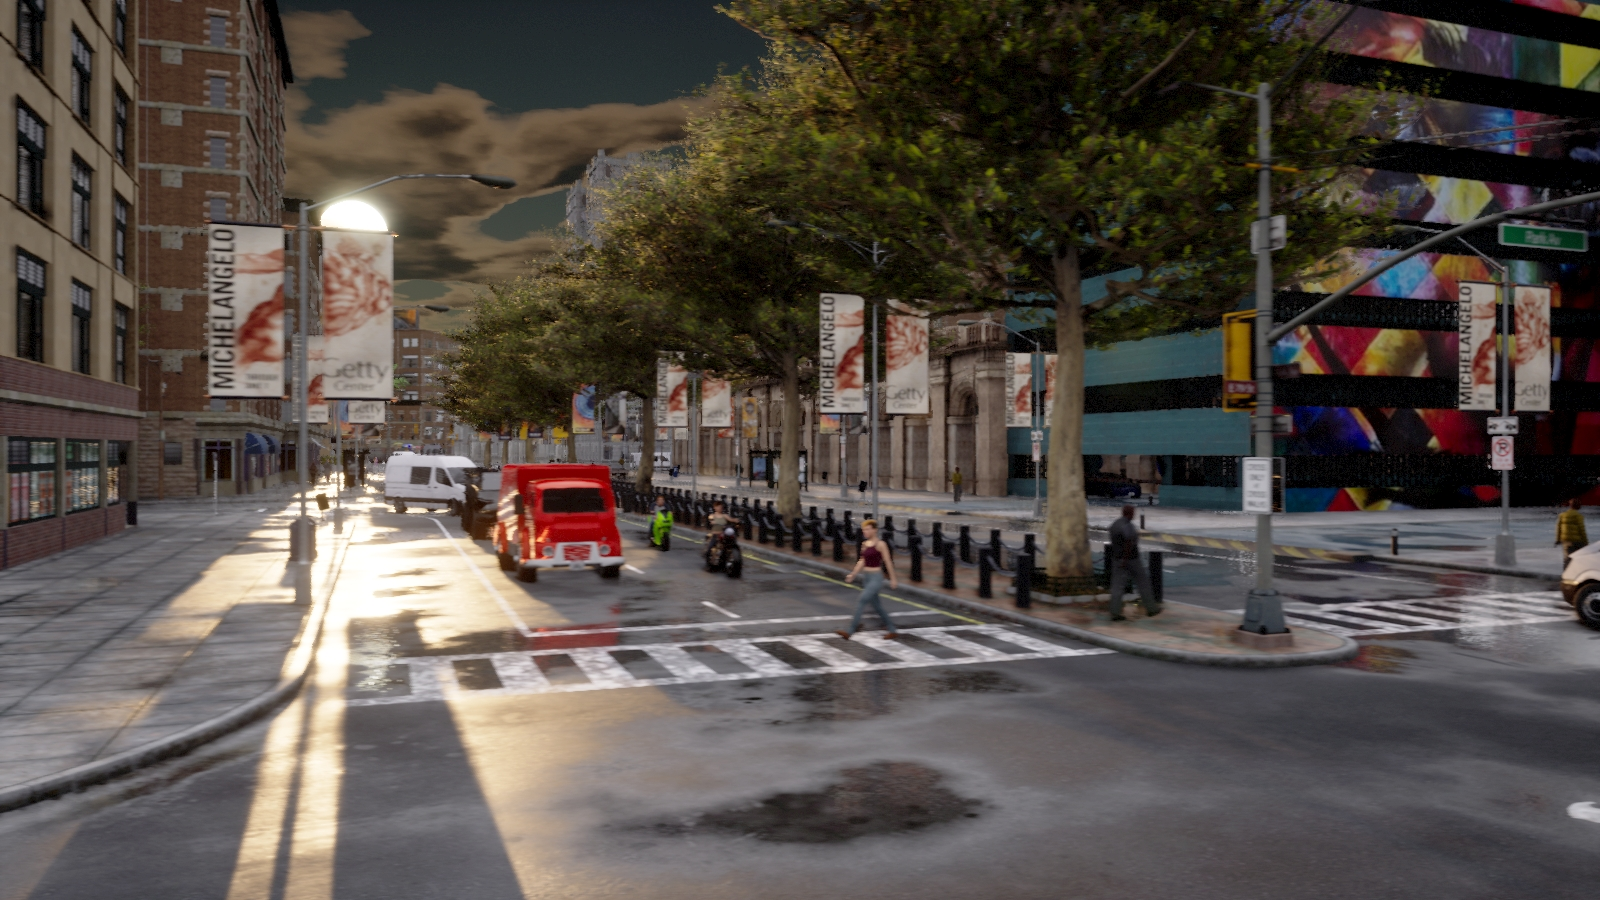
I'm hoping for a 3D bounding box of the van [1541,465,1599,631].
[{"bbox_3d":[13.727,1.536,16.202,1.988,2.561,5.915,0,0,-8],"label":"van"}]

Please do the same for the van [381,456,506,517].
[{"bbox_3d":[-15.729,1.535,50.224,5.915,2.561,1.988,0,0,34],"label":"van"}]

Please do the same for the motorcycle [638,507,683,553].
[{"bbox_3d":[-3.925,2.214,31.938,0.803,1.145,2.033,0,0,-20],"label":"motorcycle"}]

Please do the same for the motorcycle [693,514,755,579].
[{"bbox_3d":[-1.764,2.171,26.070,0.764,1.277,2.356,0,0,-20],"label":"motorcycle"}]

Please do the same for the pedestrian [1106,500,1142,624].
[{"bbox_3d":[4.984,1.705,17.588,0.375,1.860,0.375,0,0,-21],"label":"pedestrian"}]

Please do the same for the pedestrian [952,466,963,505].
[{"bbox_3d":[7.620,1.699,55.234,0.375,1.860,0.375,0,0,-19],"label":"pedestrian"}]

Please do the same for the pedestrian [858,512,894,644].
[{"bbox_3d":[1.101,1.849,16.603,0.375,1.860,0.375,0,0,-30],"label":"pedestrian"}]

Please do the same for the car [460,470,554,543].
[{"bbox_3d":[-9.758,1.754,37.649,2.390,2.098,6.274,0,0,-20],"label":"car"}]

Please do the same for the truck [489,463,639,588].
[{"bbox_3d":[-5.539,1.565,26.206,2.627,2.467,5.204,0,0,-20],"label":"truck"}]

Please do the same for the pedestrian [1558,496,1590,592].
[{"bbox_3d":[15.302,1.851,22.592,0.375,1.860,0.375,0,0,-21],"label":"pedestrian"}]
